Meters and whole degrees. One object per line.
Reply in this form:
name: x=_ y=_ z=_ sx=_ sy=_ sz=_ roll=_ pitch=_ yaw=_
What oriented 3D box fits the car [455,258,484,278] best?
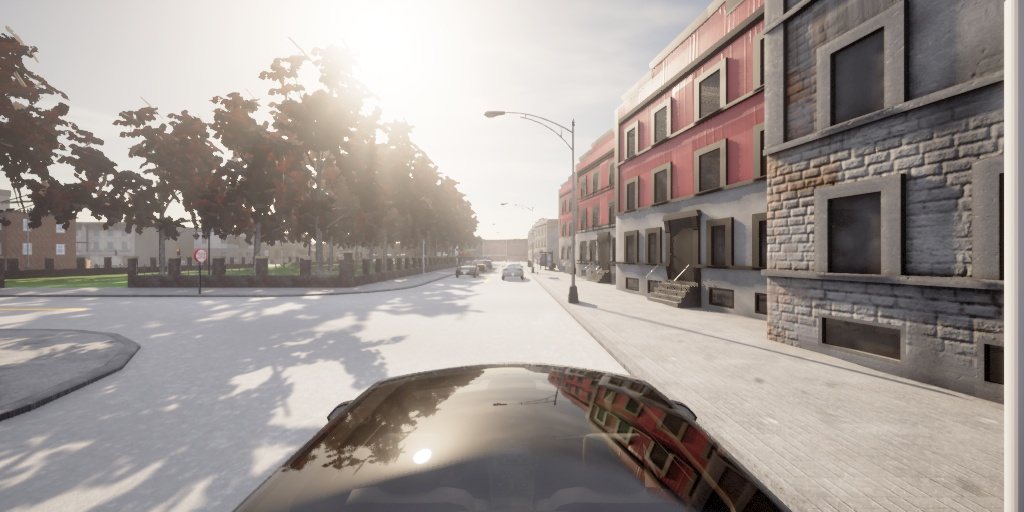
car: x=-4.184 y=1.241 z=34.169 sx=2.128 sy=1.511 sz=4.902 roll=0 pitch=0 yaw=0

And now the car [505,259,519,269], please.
car: x=-0.047 y=1.241 z=58.480 sx=2.128 sy=1.511 sz=4.902 roll=0 pitch=0 yaw=0

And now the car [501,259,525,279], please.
car: x=0.058 y=1.275 z=32.094 sx=1.812 sy=1.442 sz=4.674 roll=0 pitch=0 yaw=0

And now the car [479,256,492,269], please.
car: x=-4.205 y=0.971 z=55.051 sx=2.150 sy=2.045 sz=5.566 roll=0 pitch=0 yaw=0

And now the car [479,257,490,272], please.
car: x=-4.205 y=1.227 z=44.317 sx=1.882 sy=1.535 sz=5.008 roll=0 pitch=0 yaw=0
